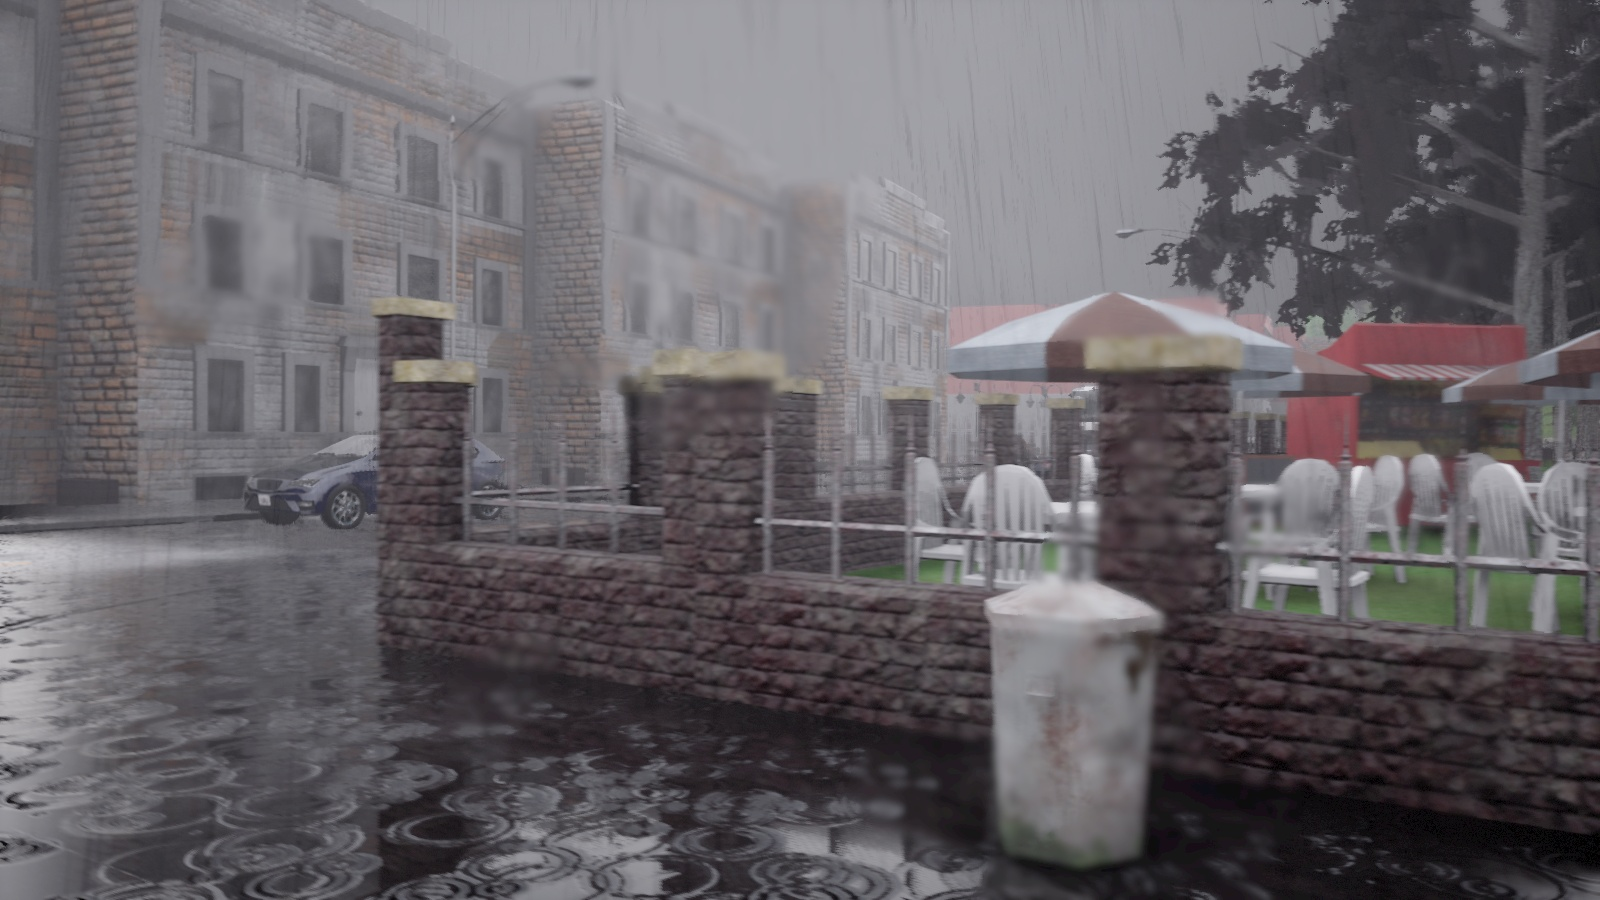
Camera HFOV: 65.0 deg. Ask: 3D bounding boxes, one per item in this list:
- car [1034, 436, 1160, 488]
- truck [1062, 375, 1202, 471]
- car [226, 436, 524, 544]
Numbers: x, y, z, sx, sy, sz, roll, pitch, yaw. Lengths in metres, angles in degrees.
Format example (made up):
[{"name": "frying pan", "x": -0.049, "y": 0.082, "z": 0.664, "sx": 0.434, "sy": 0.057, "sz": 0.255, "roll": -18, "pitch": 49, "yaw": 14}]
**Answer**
[{"name": "car", "x": 8.319, "y": 0.280, "z": 34.903, "sx": 1.895, "sy": 1.301, "sz": 4.718, "roll": 0, "pitch": 1, "yaw": 34}, {"name": "truck", "x": 13.242, "y": -1.047, "z": 49.563, "sx": 2.891, "sy": 3.462, "sz": 7.936, "roll": 0, "pitch": 1, "yaw": 34}, {"name": "car", "x": -6.532, "y": 0.535, "z": 19.745, "sx": 1.816, "sy": 1.474, "sz": 4.193, "roll": 0, "pitch": 1, "yaw": 34}]
